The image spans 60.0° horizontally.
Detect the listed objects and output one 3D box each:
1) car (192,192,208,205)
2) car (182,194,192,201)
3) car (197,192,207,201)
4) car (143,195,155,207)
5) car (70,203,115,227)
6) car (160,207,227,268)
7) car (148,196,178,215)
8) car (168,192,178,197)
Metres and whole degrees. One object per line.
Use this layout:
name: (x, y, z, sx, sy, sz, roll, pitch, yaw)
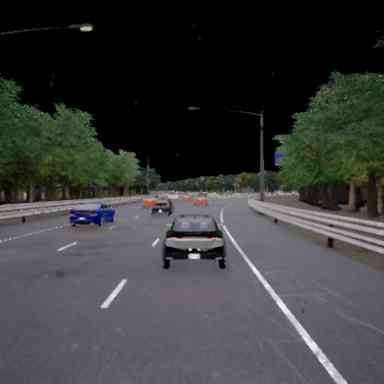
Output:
car: (1.480, 1.255, 54.922, 2.097, 1.767, 4.553, 0, 0, 2)
car: (-1.181, 1.204, 75.282, 2.097, 1.767, 4.553, 0, 0, 2)
car: (2.374, 1.076, 76.884, 2.150, 2.045, 5.566, 0, 0, 2)
car: (-5.729, 1.271, 48.024, 2.097, 1.767, 4.553, 0, 0, 2)
car: (-6.626, 1.462, 22.664, 1.882, 1.535, 5.008, 0, 0, 1)
car: (0.090, 1.491, 11.247, 2.128, 1.511, 4.902, 0, 0, 1)
car: (-2.819, 1.474, 33.127, 1.837, 1.490, 4.892, 0, 0, 2)
car: (-4.546, 1.066, 79.370, 2.150, 2.045, 5.566, 0, 0, 2)
